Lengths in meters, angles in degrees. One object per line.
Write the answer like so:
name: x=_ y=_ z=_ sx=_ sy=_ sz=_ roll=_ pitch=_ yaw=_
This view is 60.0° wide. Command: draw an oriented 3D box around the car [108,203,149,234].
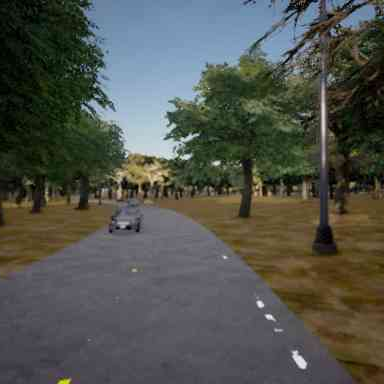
car: x=-4.073 y=1.712 z=21.099 sx=2.128 sy=1.511 sz=4.902 roll=0 pitch=-1 yaw=-5

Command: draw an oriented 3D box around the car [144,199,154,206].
car: x=-9.579 y=2.301 z=73.328 sx=1.801 sy=1.575 sz=5.366 roll=0 pitch=-1 yaw=-16

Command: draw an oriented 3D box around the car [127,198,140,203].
car: x=-10.761 y=2.099 z=61.991 sx=2.097 sy=1.767 sz=4.553 roll=0 pitch=-1 yaw=-13
